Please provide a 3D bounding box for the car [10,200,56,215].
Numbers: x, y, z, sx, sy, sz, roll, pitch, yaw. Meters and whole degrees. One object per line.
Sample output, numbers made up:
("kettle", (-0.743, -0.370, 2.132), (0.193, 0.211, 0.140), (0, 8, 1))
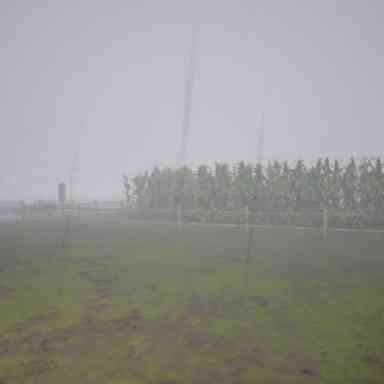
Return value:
("car", (-16.320, 1.529, 34.457), (1.812, 1.442, 4.674), (0, 0, 29))
